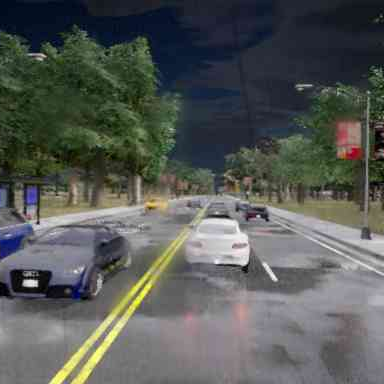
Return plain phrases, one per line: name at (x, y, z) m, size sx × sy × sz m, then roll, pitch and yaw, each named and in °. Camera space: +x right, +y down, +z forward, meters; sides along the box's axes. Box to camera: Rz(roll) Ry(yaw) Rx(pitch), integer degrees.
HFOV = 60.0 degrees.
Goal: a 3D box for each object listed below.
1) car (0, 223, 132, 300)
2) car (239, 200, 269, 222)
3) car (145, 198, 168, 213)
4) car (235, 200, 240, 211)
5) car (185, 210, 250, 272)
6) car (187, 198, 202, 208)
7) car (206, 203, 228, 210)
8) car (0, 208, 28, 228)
car at (-2.849, 1.508, 8.155) m, size 1.994 × 1.385 × 4.181 m, roll 1°, pitch 0°, yaw 4°
car at (5.374, 1.634, 28.358) m, size 1.837 × 1.490 × 4.892 m, roll 1°, pitch 0°, yaw 4°
car at (-3.911, 1.418, 36.947) m, size 1.882 × 1.535 × 5.008 m, roll 1°, pitch 0°, yaw 4°
car at (6.311, 1.681, 40.927) m, size 1.812 × 1.442 × 4.674 m, roll 1°, pitch 0°, yaw 5°
car at (0.820, 1.548, 10.872) m, size 1.812 × 1.442 × 4.674 m, roll 1°, pitch 0°, yaw 4°
car at (0.294, 1.562, 49.123) m, size 1.812 × 1.442 × 4.674 m, roll 1°, pitch 0°, yaw 5°
car at (2.156, 1.625, 28.424) m, size 1.994 × 1.385 × 4.181 m, roll 1°, pitch 0°, yaw 4°
car at (-6.066, 1.230, 8.631) m, size 2.097 × 1.767 × 4.553 m, roll 1°, pitch 0°, yaw 4°
